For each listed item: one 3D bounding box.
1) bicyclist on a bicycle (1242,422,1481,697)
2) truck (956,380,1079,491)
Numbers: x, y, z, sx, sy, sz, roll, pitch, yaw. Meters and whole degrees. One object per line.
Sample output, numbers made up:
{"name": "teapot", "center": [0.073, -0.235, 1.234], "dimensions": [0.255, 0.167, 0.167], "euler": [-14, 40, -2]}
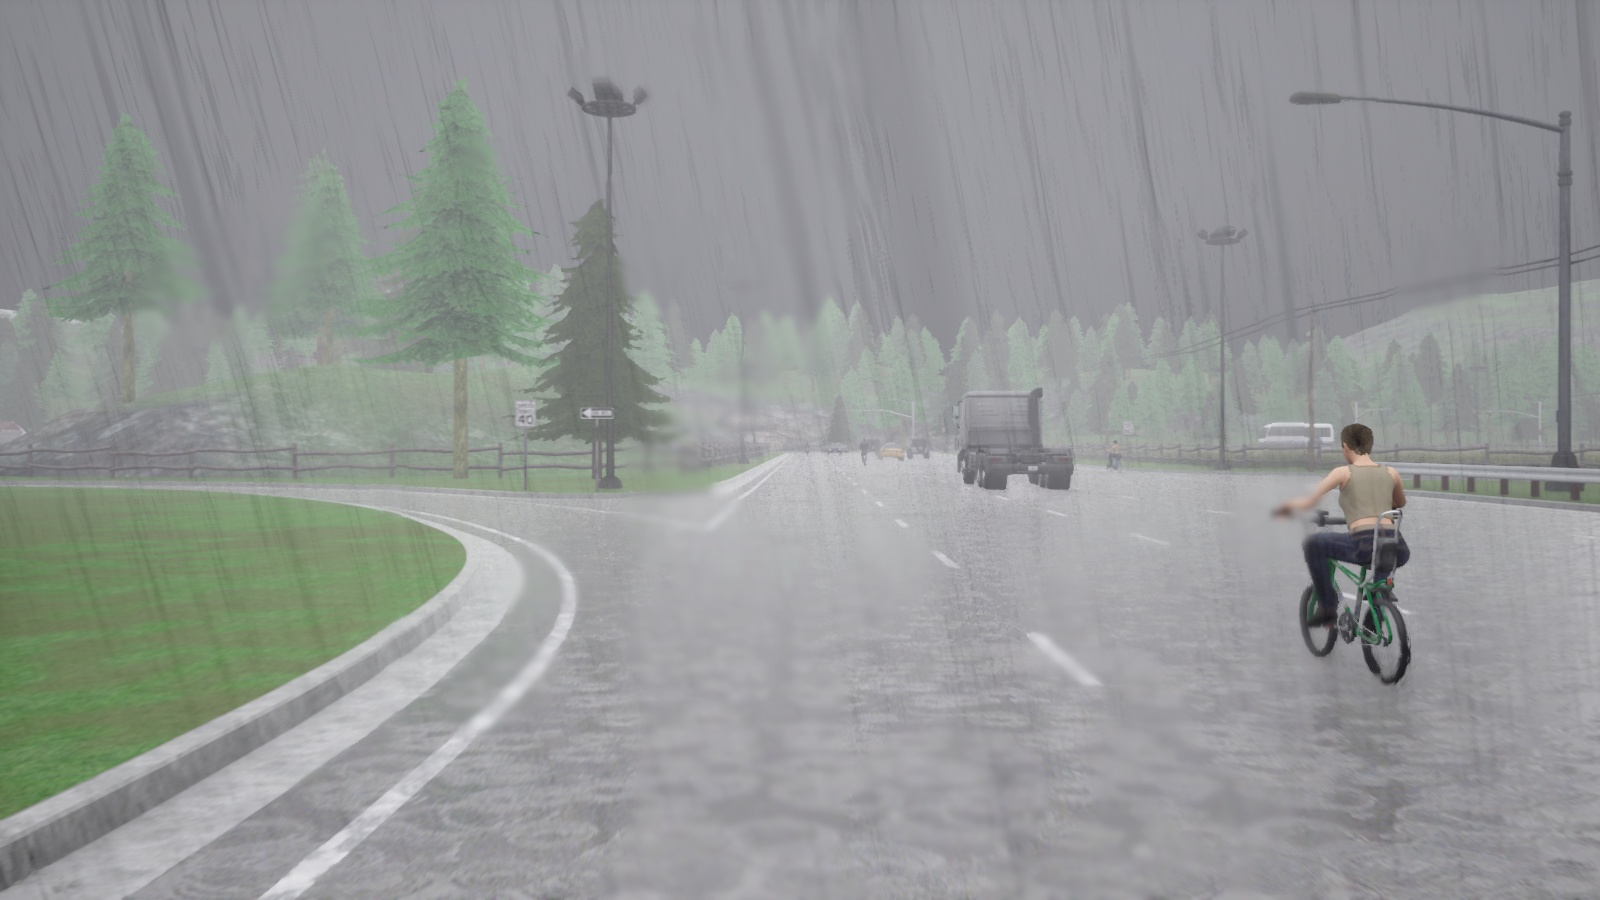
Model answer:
{"name": "bicyclist on a bicycle", "center": [3.567, 0.640, 8.136], "dimensions": [0.866, 1.612, 1.509], "euler": [0, 0, 0]}
{"name": "truck", "center": [7.260, -0.472, 43.010], "dimensions": [2.891, 3.462, 7.936], "euler": [0, 0, 0]}
